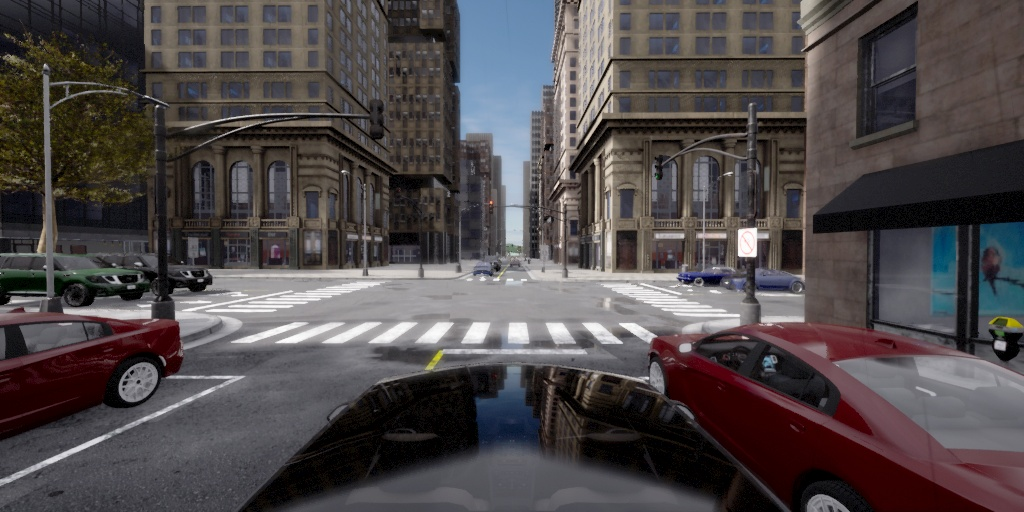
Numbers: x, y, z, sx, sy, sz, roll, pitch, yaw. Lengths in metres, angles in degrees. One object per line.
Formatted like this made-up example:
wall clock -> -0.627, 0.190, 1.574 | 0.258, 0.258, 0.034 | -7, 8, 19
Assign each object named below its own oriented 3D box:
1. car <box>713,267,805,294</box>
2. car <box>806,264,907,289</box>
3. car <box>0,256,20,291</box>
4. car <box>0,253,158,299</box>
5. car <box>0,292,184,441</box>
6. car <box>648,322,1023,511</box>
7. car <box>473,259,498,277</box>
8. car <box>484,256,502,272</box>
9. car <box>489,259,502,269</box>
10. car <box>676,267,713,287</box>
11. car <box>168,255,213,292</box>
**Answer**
car -> 14.634, 1.419, 21.076 | 4.181, 1.385, 1.994 | 0, 1, 0
car -> 23.169, 1.359, 24.249 | 5.008, 1.535, 1.882 | 0, 1, 0
car -> -28.420, 0.902, 18.001 | 4.553, 1.767, 2.097 | 0, 1, 1
car -> -18.299, 0.902, 14.659 | 5.566, 2.045, 2.150 | 0, 1, 0
car -> -5.755, 1.294, 3.438 | 1.888, 1.381, 4.507 | 0, 0, 0
car -> 2.770, 1.294, 3.371 | 1.888, 1.381, 4.507 | 0, 0, 0
car -> -2.809, 1.289, 36.220 | 2.033, 1.411, 5.357 | 0, 0, 0
car -> -2.714, 0.961, 46.406 | 2.150, 2.045, 5.566 | 0, 0, 1
car -> -2.603, 1.243, 56.860 | 1.837, 1.490, 4.892 | 0, 0, 1
car -> 13.810, 1.402, 24.334 | 4.718, 1.301, 1.895 | 0, 1, 1
car -> -18.296, 0.854, 17.909 | 5.566, 2.045, 2.150 | 0, 1, 0
